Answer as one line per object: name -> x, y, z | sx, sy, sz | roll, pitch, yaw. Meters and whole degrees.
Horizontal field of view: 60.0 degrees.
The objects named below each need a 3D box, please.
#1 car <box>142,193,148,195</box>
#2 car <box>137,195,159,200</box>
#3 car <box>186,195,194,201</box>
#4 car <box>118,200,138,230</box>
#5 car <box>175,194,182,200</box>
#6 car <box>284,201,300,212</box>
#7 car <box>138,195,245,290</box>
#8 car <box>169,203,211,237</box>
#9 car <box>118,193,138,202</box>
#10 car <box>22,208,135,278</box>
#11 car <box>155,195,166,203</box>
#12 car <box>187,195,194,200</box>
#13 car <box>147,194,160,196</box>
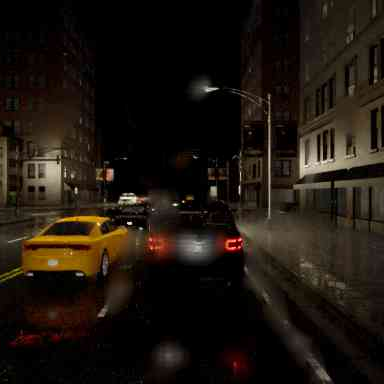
car -> -10.154, 1.342, 62.749 | 2.097, 1.767, 4.553 | 0, 0, 0
car -> -6.885, 1.541, 52.337 | 2.033, 1.411, 5.357 | 0, 0, -1
car -> -0.451, 1.457, 81.034 | 1.882, 1.535, 5.008 | 0, 0, 0
car -> -3.258, 1.477, 19.784 | 1.882, 1.535, 5.008 | 0, 0, 0
car -> -3.760, 1.347, 91.436 | 1.837, 1.490, 4.892 | 0, 0, 0
car -> 12.569, 1.600, 37.742 | 4.181, 1.385, 1.994 | 0, 0, 0
car -> 0.051, 1.221, 9.210 | 2.150, 2.045, 5.566 | 0, 0, 0
car -> -0.103, 1.491, 19.077 | 2.128, 1.511, 4.902 | 0, 0, 0
car -> -10.144, 1.215, 52.738 | 2.150, 2.045, 5.566 | 0, 0, -1
car -> -3.205, 1.478, 10.124 | 1.882, 1.535, 5.008 | 0, 0, 0
car -> -6.905, 1.463, 72.787 | 1.882, 1.535, 5.008 | 0, 0, 0
car -> -0.510, 1.442, 91.484 | 1.895, 1.301, 4.718 | 0, 0, 0
car -> -6.905, 1.536, 62.545 | 2.033, 1.411, 5.357 | 0, 0, 0
